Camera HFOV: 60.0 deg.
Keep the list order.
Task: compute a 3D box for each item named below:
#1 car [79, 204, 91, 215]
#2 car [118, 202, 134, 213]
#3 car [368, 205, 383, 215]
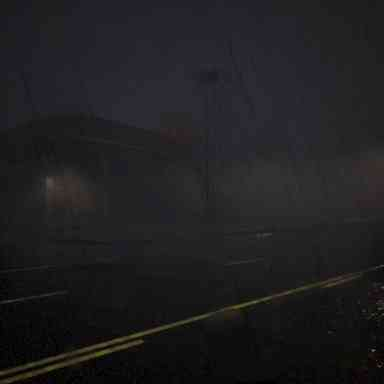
[{"bbox_3d":[-15.242,2.558,49.065,1.970,1.475,3.806,1,-2,-38],"label":"car"},{"bbox_3d":[-11.179,2.477,53.200,2.242,1.667,4.611,1,-2,-38],"label":"car"},{"bbox_3d":[26.165,2.396,44.656,2.128,1.511,4.902,1,-1,-31],"label":"car"}]
